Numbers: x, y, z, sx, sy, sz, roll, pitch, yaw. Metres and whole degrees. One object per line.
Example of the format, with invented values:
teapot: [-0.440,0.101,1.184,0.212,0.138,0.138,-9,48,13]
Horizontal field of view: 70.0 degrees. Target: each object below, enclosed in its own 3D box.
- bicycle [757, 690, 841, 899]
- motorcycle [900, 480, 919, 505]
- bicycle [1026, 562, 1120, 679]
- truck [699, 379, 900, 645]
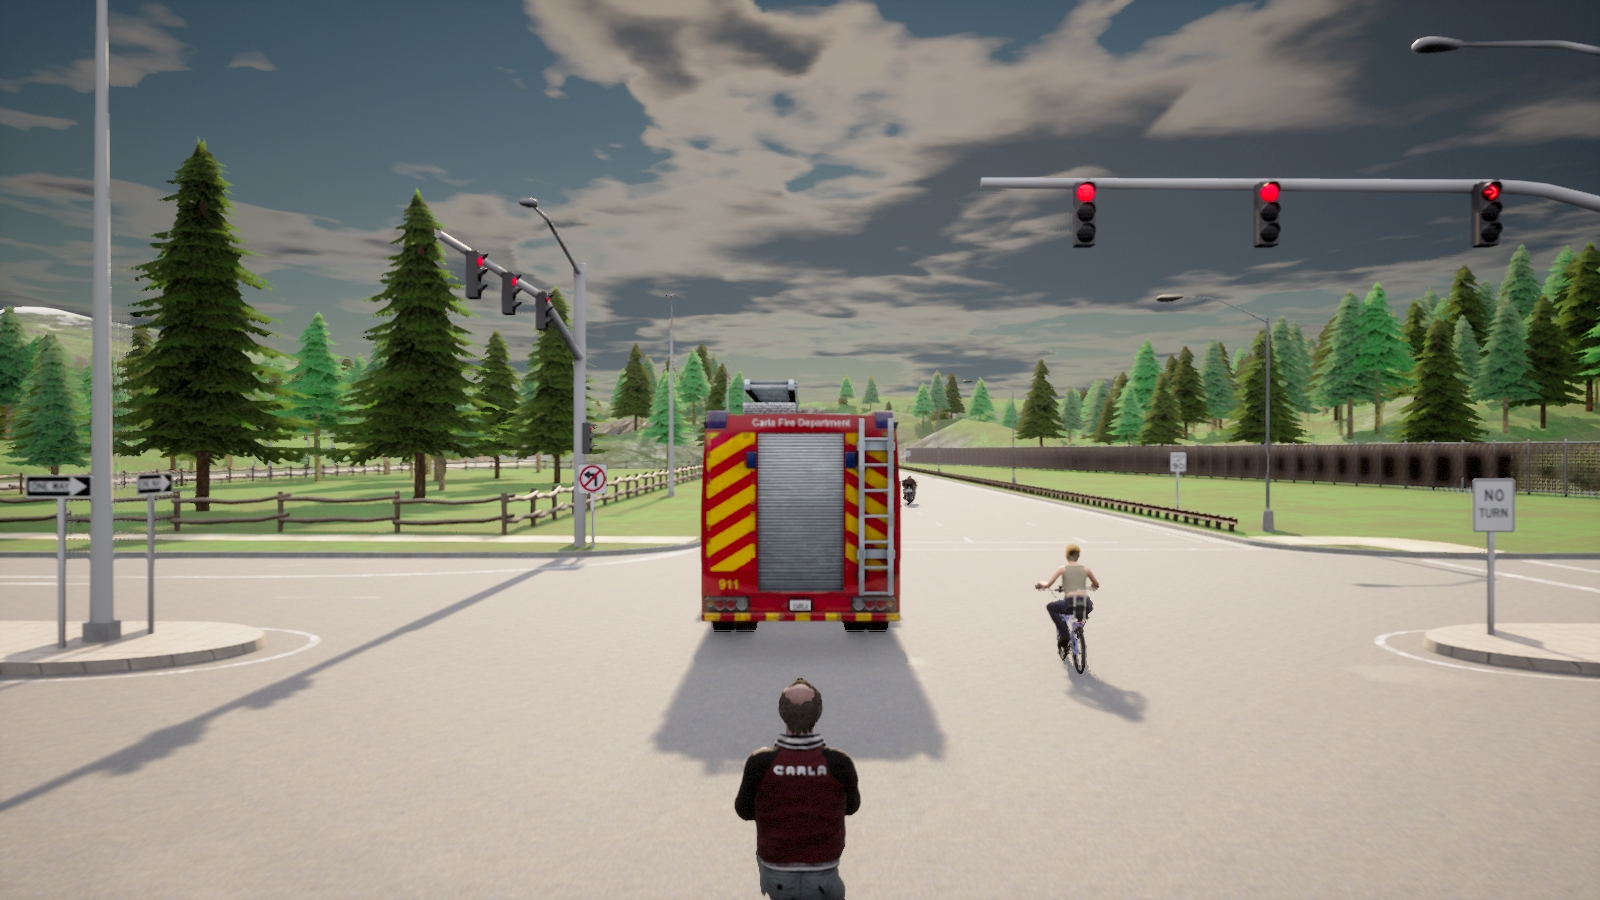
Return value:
bicycle: [-0.005,2.061,5.384,0.329,1.471,1.835,0,0,0]
motorcycle: [5.736,2.214,59.580,0.867,1.251,2.209,0,0,8]
bicycle: [3.488,2.160,14.727,0.859,1.277,1.487,0,0,0]
truck: [-0.002,0.894,20.688,2.891,3.827,8.468,0,0,0]
